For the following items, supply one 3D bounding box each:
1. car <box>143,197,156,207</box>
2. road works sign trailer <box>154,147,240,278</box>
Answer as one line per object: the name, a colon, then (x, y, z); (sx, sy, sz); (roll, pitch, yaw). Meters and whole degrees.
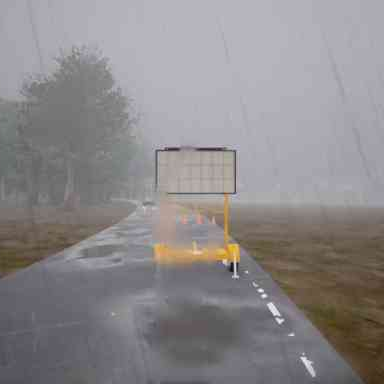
car: (-6.668, 1.488, 51.796); (1.882, 1.535, 5.008); (0, 0, -10)
road works sign trailer: (0.109, 0.464, 10.097); (2.380, 3.560, 2.880); (0, 0, -1)
